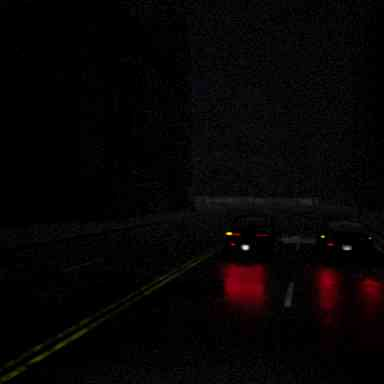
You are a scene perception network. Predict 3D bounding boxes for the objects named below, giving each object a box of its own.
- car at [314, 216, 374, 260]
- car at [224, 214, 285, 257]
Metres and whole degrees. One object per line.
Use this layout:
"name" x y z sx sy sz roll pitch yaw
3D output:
"car" 5.855 1.667 13.086 1.812 1.442 4.674 0 0 20
"car" 2.647 1.660 13.768 1.837 1.490 4.892 0 0 19
